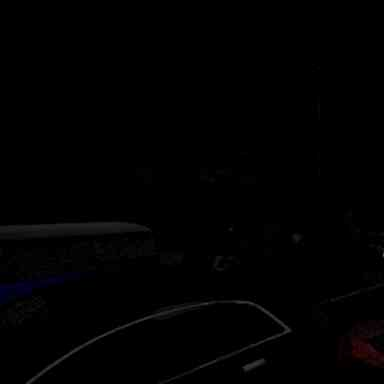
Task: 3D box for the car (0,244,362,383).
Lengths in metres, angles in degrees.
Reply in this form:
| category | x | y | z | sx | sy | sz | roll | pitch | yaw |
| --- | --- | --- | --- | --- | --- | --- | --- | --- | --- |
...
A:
| category | x | y | z | sx | sy | sz | roll | pitch | yaw |
| --- | --- | --- | --- | --- | --- | --- | --- | --- | --- |
| car | -0.778 | 1.520 | 2.673 | 4.892 | 1.490 | 1.837 | 0 | 0 | -35 |

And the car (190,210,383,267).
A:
| category | x | y | z | sx | sy | sz | roll | pitch | yaw |
| --- | --- | --- | --- | --- | --- | --- | --- | --- | --- |
| car | 2.197 | 1.390 | 8.017 | 5.009 | 1.841 | 2.192 | 1 | -1 | -35 |

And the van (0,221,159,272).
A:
| category | x | y | z | sx | sy | sz | roll | pitch | yaw |
| --- | --- | --- | --- | --- | --- | --- | --- | --- | --- |
| van | -2.384 | 1.364 | 4.820 | 3.998 | 1.788 | 1.690 | 1 | -1 | -35 |
